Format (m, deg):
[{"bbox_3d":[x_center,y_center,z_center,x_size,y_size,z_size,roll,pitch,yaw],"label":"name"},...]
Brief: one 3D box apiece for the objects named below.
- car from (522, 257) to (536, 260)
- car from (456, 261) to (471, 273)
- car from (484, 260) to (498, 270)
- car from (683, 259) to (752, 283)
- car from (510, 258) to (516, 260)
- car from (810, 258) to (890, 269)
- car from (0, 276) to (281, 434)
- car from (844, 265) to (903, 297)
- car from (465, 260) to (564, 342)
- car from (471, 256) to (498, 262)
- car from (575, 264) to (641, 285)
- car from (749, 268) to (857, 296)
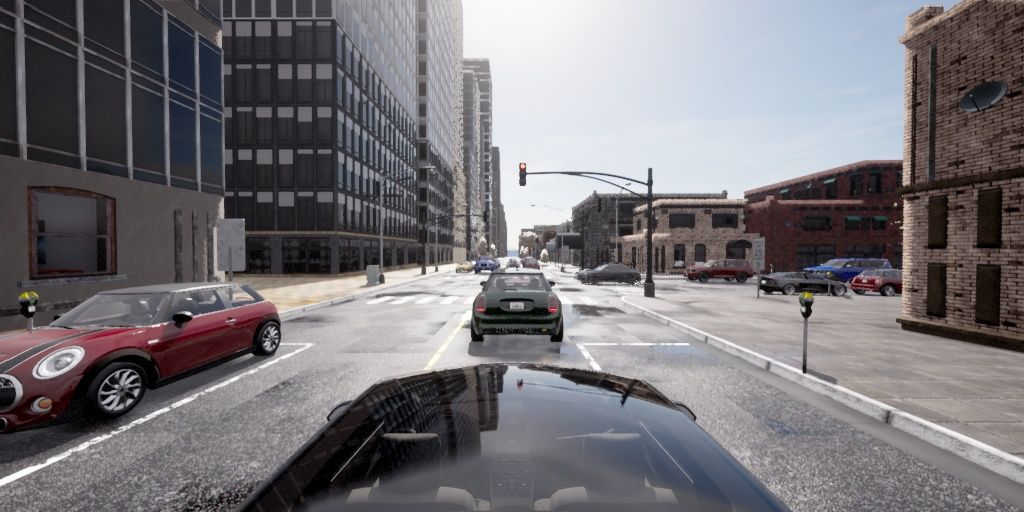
[{"bbox_3d":[2.780,1.176,49.134,1.967,1.591,4.097,0,0,0],"label":"car"},{"bbox_3d":[-5.749,1.262,43.391,1.751,1.417,4.829,0,0,0],"label":"car"},{"bbox_3d":[-2.998,1.261,51.686,1.812,1.442,4.674,0,0,0],"label":"car"},{"bbox_3d":[16.569,1.163,28.824,5.009,1.841,2.192,0,0,1],"label":"car"},{"bbox_3d":[0.181,1.336,50.685,1.895,1.301,4.718,0,0,0],"label":"car"},{"bbox_3d":[24.337,1.184,26.109,5.566,2.045,2.150,0,1,1],"label":"car"},{"bbox_3d":[-5.684,1.188,5.613,1.967,1.591,4.097,0,0,0],"label":"car"},{"bbox_3d":[21.994,1.473,20.364,4.097,1.591,1.967,0,0,1],"label":"car"},{"bbox_3d":[0.150,1.099,9.910,2.097,1.767,4.553,0,0,1],"label":"car"},{"bbox_3d":[-3.013,0.959,41.496,2.150,2.045,5.566,0,0,1],"label":"car"},{"bbox_3d":[6.914,1.313,25.846,4.674,1.442,1.812,1,1,-8],"label":"car"},{"bbox_3d":[16.447,1.546,20.446,4.313,1.339,1.948,0,0,1],"label":"car"}]
